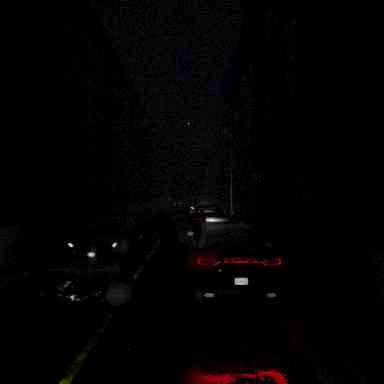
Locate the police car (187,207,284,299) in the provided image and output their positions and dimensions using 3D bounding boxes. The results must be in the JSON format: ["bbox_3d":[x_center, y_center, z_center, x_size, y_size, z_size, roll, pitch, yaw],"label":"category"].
[{"bbox_3d":[0.902,1.425,8.650,1.930,1.638,5.238,0,0,0],"label":"police car"}]

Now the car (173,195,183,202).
[{"bbox_3d":[-2.982,1.452,71.812,2.128,1.511,4.902,0,0,0],"label":"car"}]

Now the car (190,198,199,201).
[{"bbox_3d":[0.906,1.454,24.730,1.801,1.575,5.366,0,0,0],"label":"car"}]

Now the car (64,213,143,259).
[{"bbox_3d":[-3.097,1.546,12.898,2.033,1.411,5.357,0,0,0],"label":"car"}]

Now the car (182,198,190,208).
[{"bbox_3d":[0.040,1.559,47.293,1.994,1.385,4.181,0,0,1],"label":"car"}]

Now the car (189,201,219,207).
[{"bbox_3d":[0.905,1.477,18.539,1.882,1.535,5.008,0,0,0],"label":"car"}]
